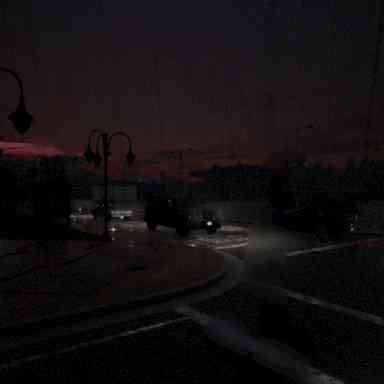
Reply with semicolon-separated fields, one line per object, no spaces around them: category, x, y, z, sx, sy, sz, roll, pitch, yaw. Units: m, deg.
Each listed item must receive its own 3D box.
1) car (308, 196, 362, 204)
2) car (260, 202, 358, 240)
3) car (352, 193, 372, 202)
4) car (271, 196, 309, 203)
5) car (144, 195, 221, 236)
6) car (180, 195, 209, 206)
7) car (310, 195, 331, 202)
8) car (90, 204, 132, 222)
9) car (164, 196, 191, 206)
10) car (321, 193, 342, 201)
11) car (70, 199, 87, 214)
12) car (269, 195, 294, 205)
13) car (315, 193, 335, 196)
car;12.895;1.388;30.107;1.845;1.501;3.633;0;0;-36
car;5.804;1.506;17.203;2.128;1.511;4.902;0;0;-43
car;33.121;1.110;66.206;1.932;1.855;4.605;0;0;-36
car;11.015;1.398;37.879;1.970;1.475;3.806;0;0;-36
car;-0.743;1.236;19.015;2.150;2.045;5.566;0;0;-36
car;0.301;1.344;53.165;2.152;1.636;5.027;0;0;-36
car;28.169;1.373;73.089;1.970;1.475;3.806;0;0;-36
car;-6.640;1.616;27.120;1.895;1.301;4.718;0;0;-36
car;-2.223;1.354;51.301;2.007;1.523;4.514;0;0;-36
car;31.231;1.089;74.521;1.905;1.878;3.866;0;0;-36
car;-12.721;1.506;35.515;2.128;1.511;4.902;0;0;-36
car;14.402;1.333;53.791;1.845;1.501;3.633;0;0;-36
car;22.564;1.311;59.556;2.007;1.523;4.514;0;0;-36
